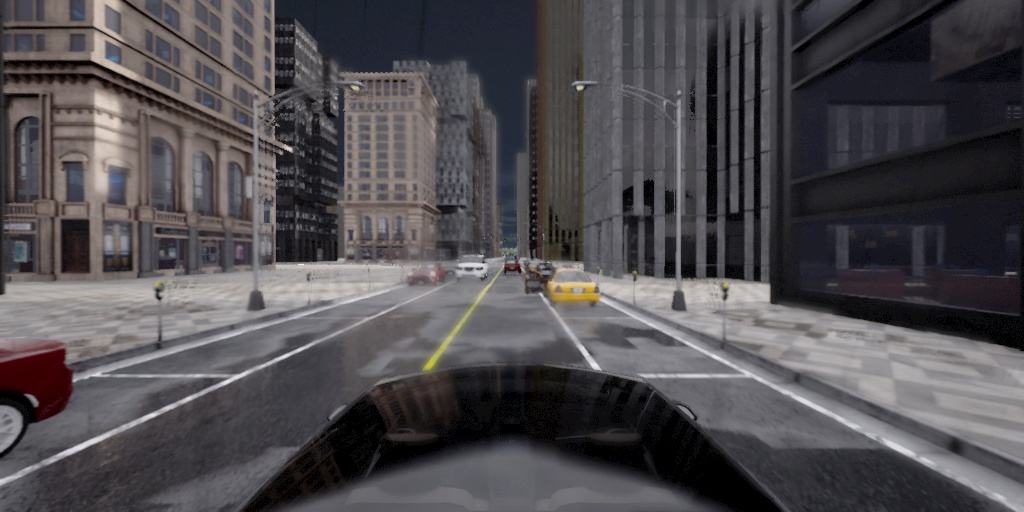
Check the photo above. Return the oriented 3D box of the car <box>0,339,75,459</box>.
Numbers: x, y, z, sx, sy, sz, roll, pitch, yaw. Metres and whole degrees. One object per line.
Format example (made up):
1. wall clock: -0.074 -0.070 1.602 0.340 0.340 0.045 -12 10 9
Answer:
1. car: -5.763 1.295 2.073 1.888 1.381 4.507 0 0 0

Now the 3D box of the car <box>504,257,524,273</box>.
1. car: 0.067 1.159 41.516 1.882 1.535 5.008 0 0 1

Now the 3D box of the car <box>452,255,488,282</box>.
1. car: -3.096 0.932 28.797 2.150 2.045 5.566 0 0 0

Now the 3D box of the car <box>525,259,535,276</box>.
1. car: 2.764 1.207 41.730 1.751 1.417 4.829 0 0 0

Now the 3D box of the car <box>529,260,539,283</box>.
1. car: 2.764 1.270 30.278 1.948 1.339 4.313 0 0 0

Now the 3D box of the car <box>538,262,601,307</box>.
1. car: 2.351 1.187 15.281 1.801 1.575 5.366 0 0 0

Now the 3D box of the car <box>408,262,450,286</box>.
1. car: -5.762 1.155 24.636 1.967 1.591 4.097 0 0 0

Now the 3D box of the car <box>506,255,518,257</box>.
1. car: 0.004 0.879 52.626 2.150 2.045 5.566 0 0 0

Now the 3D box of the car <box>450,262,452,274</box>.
1. car: -5.761 1.259 35.919 1.948 1.339 4.313 0 0 0
